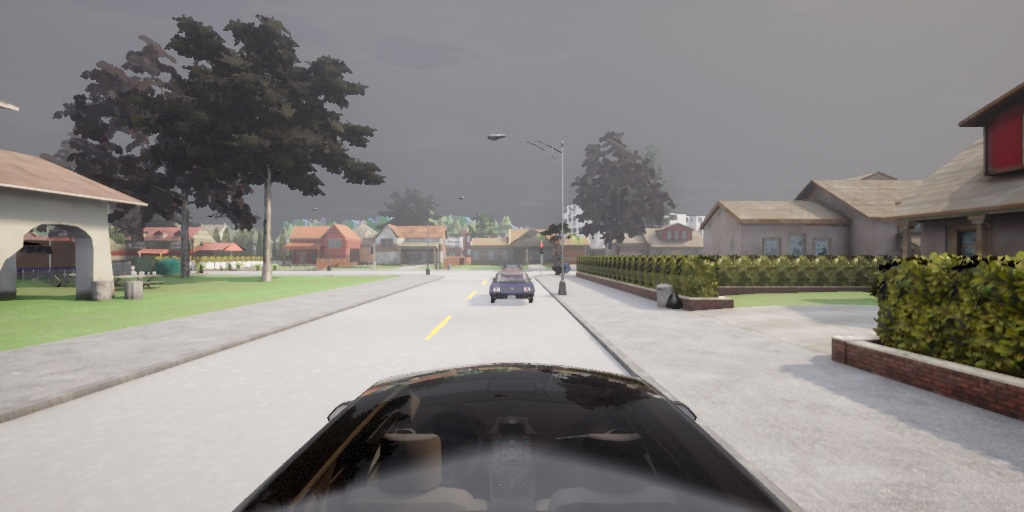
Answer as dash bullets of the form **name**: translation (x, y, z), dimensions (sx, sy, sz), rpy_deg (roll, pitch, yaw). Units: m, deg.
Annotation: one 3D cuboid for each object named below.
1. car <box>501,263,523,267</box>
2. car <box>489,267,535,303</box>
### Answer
- **car**: translation (0.000, 1.321, 31.500), dimensions (1.994, 1.385, 4.181), rpy_deg (0, 0, 0)
- **car**: translation (0.000, 1.365, 16.530), dimensions (1.895, 1.301, 4.718), rpy_deg (0, 0, 0)
